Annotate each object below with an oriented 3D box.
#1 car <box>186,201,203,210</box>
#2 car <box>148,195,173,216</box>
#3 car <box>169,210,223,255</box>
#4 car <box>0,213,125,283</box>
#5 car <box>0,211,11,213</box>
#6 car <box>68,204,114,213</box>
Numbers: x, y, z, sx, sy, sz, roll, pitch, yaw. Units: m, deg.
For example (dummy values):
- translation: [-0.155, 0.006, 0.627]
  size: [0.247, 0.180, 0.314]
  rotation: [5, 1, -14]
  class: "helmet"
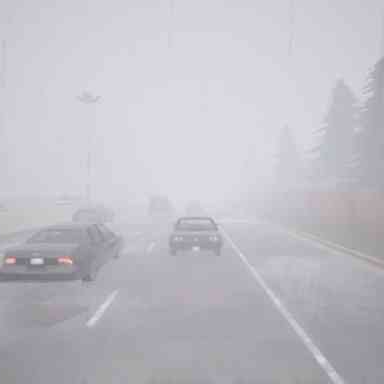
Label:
- translation: [0.257, 1.707, 39.150]
  size: [1.994, 1.385, 4.181]
  rotation: [0, 0, 0]
  class: "car"
- translation: [-3.262, 1.340, 34.538]
  size: [2.150, 2.045, 5.566]
  rotation: [0, 0, 0]
  class: "car"
- translation: [0.143, 1.651, 13.596]
  size: [1.895, 1.301, 4.718]
  rotation: [0, 0, 0]
  class: "car"
- translation: [-3.375, 1.575, 9.779]
  size: [2.033, 1.411, 5.357]
  rotation: [0, 0, 0]
  class: "car"
- translation: [-17.457, 1.658, 28.269]
  size: [1.895, 1.301, 4.718]
  rotation: [0, 0, 1]
  class: "car"
- translation: [-6.813, 1.560, 23.487]
  size: [2.128, 1.511, 4.902]
  rotation: [0, 0, 0]
  class: "car"
